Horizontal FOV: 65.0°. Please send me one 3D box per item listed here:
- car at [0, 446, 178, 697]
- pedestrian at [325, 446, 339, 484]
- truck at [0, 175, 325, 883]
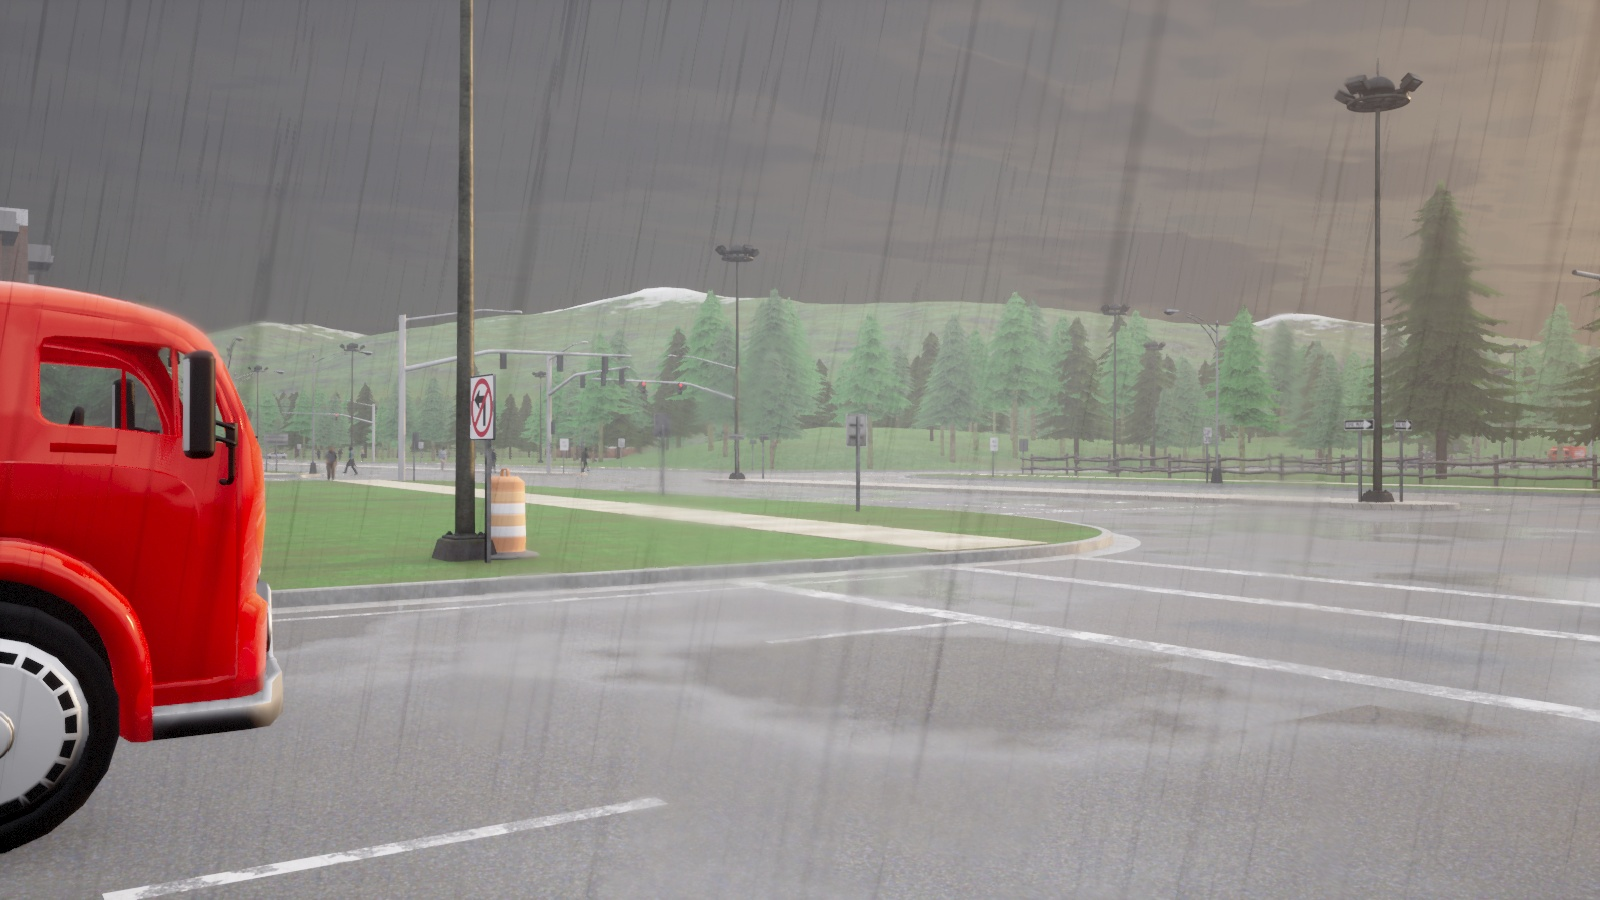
[{"bbox_3d":[-6.631,0.734,7.573,4.902,1.511,2.128,0,0,-35],"label":"car"},{"bbox_3d":[-22.945,0.740,61.564,0.540,1.848,0.694,0,0,-32],"label":"pedestrian"},{"bbox_3d":[-4.781,0.280,4.597,5.204,2.467,2.627,0,0,-35],"label":"truck"}]
